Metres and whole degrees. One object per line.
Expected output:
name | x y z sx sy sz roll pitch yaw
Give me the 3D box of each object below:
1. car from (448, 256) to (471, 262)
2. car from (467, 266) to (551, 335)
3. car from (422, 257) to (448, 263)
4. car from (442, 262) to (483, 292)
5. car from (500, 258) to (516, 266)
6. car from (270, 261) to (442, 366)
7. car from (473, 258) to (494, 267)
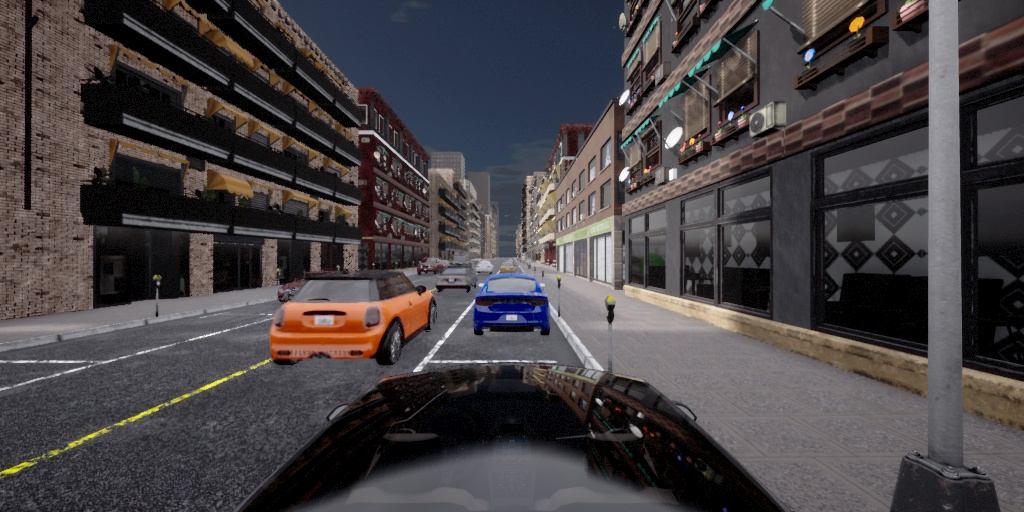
car | -6.208 0.973 43.367 2.150 2.045 5.566 0 0 0
car | -0.005 1.228 10.499 1.882 1.535 5.008 0 0 0
car | -8.837 1.064 39.007 2.192 1.841 5.009 0 0 0
car | -3.104 1.298 21.003 2.033 1.411 5.357 0 0 1
car | -0.456 1.275 39.173 1.751 1.417 4.829 0 0 0
car | -3.145 1.102 8.128 2.097 1.767 4.553 0 0 0
car | -3.072 1.275 40.765 1.812 1.442 4.674 0 0 0
